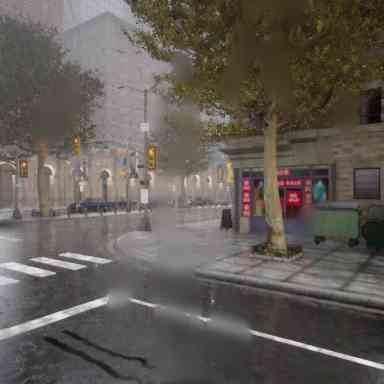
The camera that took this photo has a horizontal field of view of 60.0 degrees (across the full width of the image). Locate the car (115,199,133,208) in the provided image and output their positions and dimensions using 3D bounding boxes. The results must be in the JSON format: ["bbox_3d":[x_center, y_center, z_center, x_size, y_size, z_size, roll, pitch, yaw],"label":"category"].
[{"bbox_3d":[-10.205,1.608,47.933,1.895,1.301,4.718,0,0,36],"label":"car"}]

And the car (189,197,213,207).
[{"bbox_3d":[1.520,1.516,52.782,1.837,1.490,4.892,0,0,36],"label":"car"}]

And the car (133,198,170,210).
[{"bbox_3d":[-4.974,1.515,43.814,1.837,1.490,4.892,0,0,36],"label":"car"}]

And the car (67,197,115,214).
[{"bbox_3d":[-11.009,1.363,35.462,2.097,1.767,4.553,0,0,36],"label":"car"}]
